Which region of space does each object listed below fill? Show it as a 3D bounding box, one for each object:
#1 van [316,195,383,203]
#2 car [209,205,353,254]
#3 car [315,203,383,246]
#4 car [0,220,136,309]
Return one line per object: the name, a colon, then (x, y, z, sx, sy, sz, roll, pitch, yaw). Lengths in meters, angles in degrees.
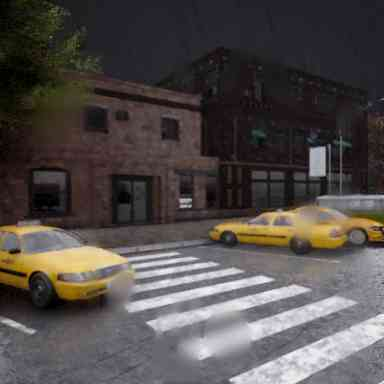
van: (8.175, 1.176, 16.926, 4.442, 1.987, 1.878, -1, 0, 34)
car: (3.279, 1.472, 13.435, 5.366, 1.575, 1.946, -1, 0, 34)
car: (5.857, 1.440, 15.106, 5.008, 1.535, 2.097, -1, -1, 34)
car: (-3.725, 1.479, 7.956, 5.366, 1.575, 1.946, -1, -1, 34)
